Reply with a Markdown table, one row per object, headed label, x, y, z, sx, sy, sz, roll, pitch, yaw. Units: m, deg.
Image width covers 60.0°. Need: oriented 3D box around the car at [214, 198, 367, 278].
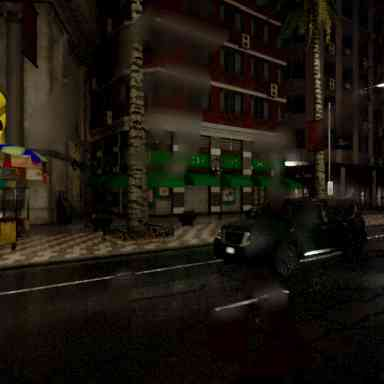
| label | x | y | z | sx | sy | sz | roll | pitch | yaw |
| --- | --- | --- | --- | --- | --- | --- | --- | --- | --- |
| car | 3.300 | 1.222 | 10.520 | 5.566 | 2.045 | 2.150 | 0 | 0 | -35 |
